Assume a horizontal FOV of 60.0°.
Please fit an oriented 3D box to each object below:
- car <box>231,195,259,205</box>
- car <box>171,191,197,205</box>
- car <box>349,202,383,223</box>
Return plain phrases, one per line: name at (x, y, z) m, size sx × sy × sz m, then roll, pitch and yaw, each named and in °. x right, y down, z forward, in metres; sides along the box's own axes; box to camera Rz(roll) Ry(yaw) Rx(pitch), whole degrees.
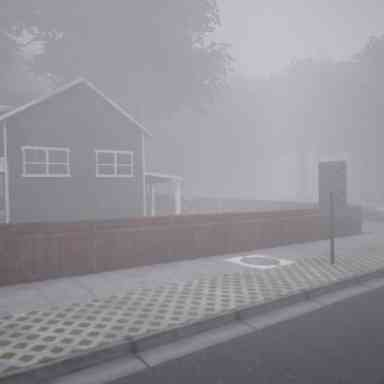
car at (5.570, 1.097, 33.917) m, size 2.128 × 1.511 × 4.902 m, roll -2°, pitch 2°, yaw -36°
car at (-1.097, 0.676, 43.203) m, size 2.097 × 1.767 × 4.553 m, roll -2°, pitch 3°, yaw -36°
car at (12.547, 1.414, 24.136) m, size 1.994 × 1.385 × 4.181 m, roll -2°, pitch 2°, yaw -34°
